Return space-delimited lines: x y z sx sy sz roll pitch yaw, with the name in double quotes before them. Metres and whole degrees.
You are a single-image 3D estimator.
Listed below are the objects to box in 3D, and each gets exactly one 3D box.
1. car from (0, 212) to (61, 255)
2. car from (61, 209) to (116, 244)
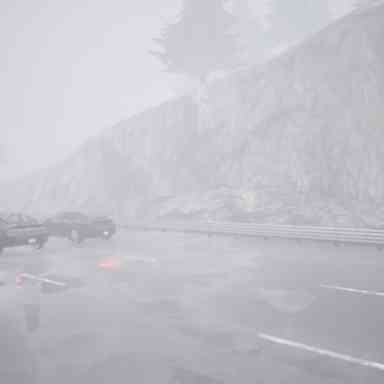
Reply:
"car" -7.946 1.632 13.856 4.902 1.511 2.128 -1 0 36
"car" -5.914 1.647 16.705 4.892 1.490 1.837 0 0 36
